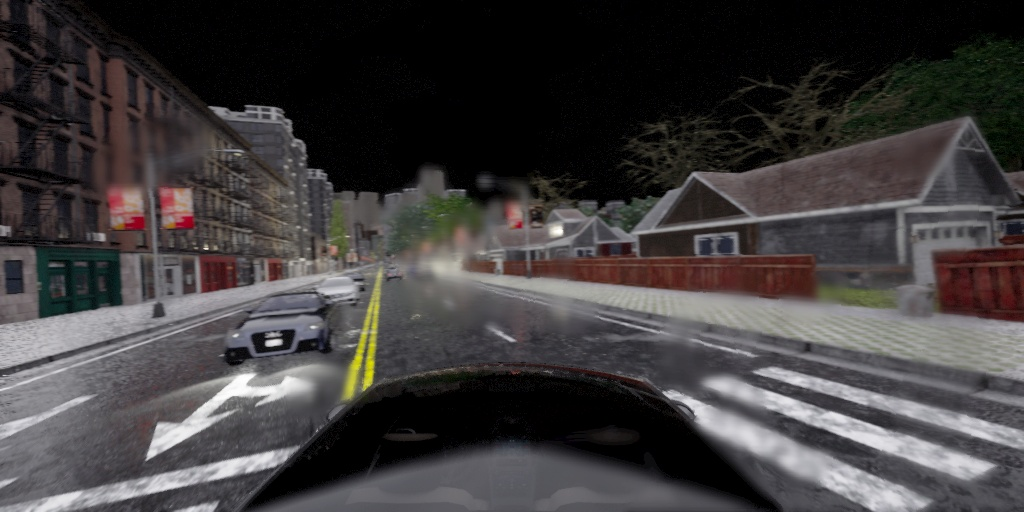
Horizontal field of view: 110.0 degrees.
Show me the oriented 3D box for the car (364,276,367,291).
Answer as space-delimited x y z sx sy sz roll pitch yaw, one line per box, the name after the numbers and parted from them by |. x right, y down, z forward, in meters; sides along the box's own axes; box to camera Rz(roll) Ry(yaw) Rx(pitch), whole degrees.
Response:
-12.435 2.032 28.220 2.033 1.411 5.357 -3 0 -20 | car

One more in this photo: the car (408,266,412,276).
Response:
-14.089 2.065 52.391 1.882 1.535 5.008 -3 0 -20 | car

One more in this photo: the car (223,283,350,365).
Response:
-5.574 1.640 9.244 1.994 1.385 4.181 -3 0 -20 | car

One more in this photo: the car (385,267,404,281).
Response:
-13.627 2.106 41.611 2.033 1.411 5.357 -3 0 -20 | car

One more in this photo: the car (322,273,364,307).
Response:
-8.936 1.803 18.513 1.812 1.442 4.674 -3 0 -20 | car

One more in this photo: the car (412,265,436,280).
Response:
-9.681 1.879 40.240 2.033 1.411 5.357 -3 0 -20 | car
